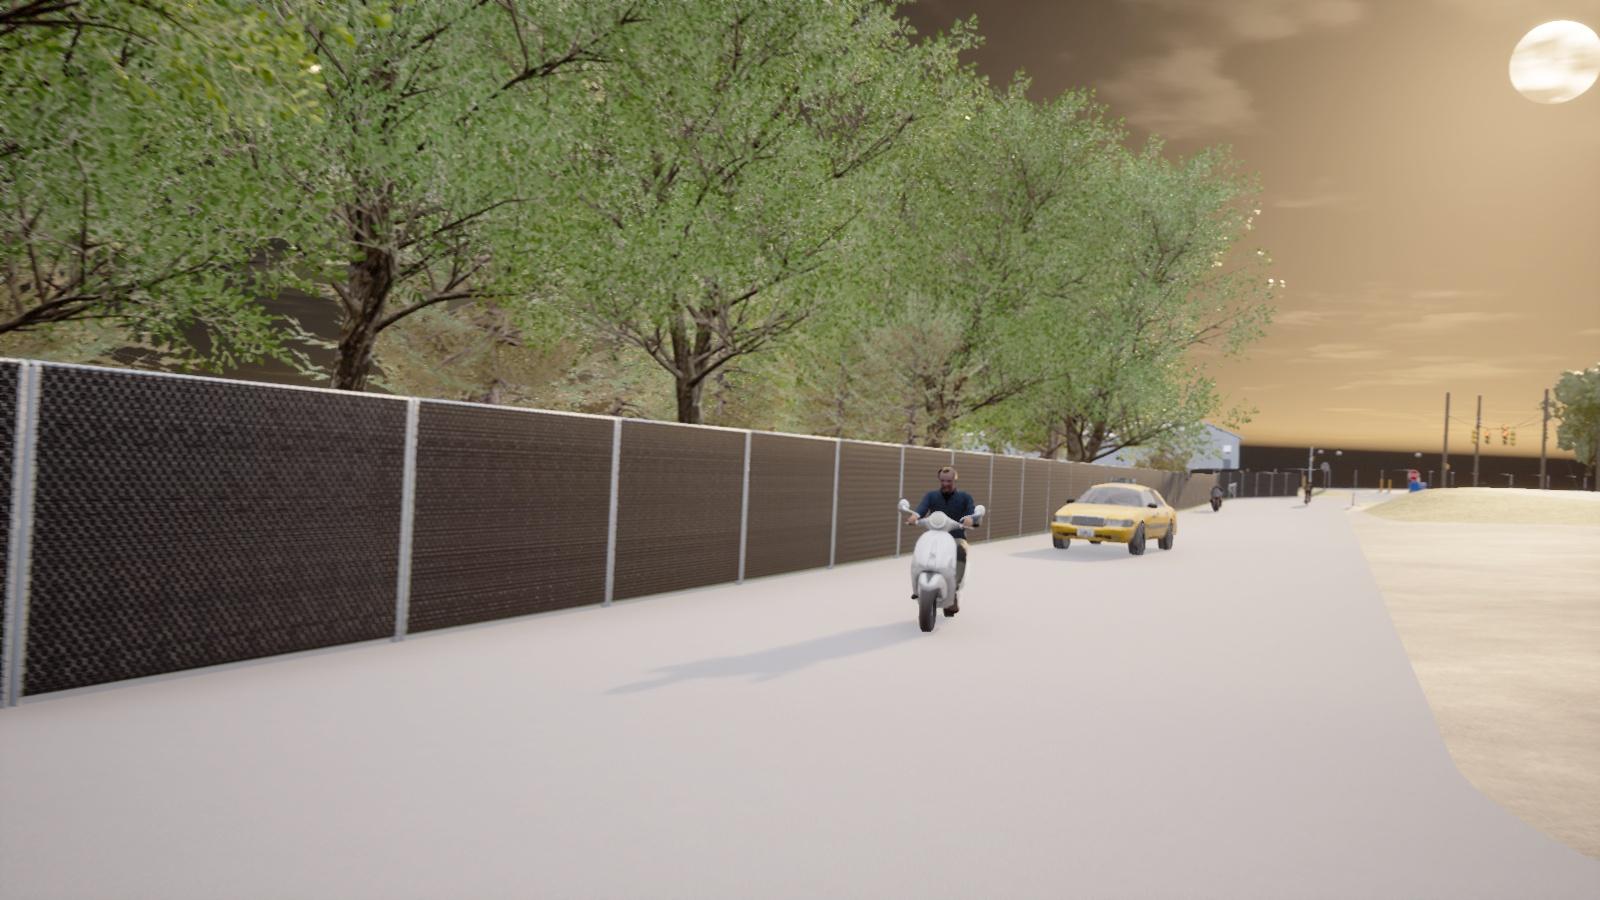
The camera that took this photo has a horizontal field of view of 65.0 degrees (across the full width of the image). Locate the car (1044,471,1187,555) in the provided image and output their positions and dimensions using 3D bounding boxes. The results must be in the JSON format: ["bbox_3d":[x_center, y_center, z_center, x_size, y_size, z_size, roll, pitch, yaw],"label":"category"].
[{"bbox_3d":[7.029,1.328,27.526,1.801,1.575,5.366,2,-1,27],"label":"car"}]

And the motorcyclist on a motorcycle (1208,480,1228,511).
[{"bbox_3d":[22.137,2.402,66.492,0.866,1.530,2.191,3,0,21],"label":"motorcyclist on a motorcycle"}]

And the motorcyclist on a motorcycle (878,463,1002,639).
[{"bbox_3d":[1.451,0.959,12.674,0.866,1.590,1.817,3,0,16],"label":"motorcyclist on a motorcycle"}]
